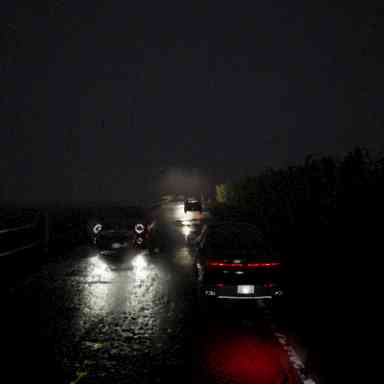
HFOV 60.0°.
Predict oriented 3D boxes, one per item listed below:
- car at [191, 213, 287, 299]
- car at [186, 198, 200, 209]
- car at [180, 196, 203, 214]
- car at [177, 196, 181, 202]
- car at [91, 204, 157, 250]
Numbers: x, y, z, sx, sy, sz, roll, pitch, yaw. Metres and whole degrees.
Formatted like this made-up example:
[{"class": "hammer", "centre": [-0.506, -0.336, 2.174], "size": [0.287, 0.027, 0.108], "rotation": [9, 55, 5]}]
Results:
[{"class": "car", "centre": [0.972, 1.505, 8.411], "size": [1.837, 1.490, 4.892], "rotation": [0, 0, 0]}, {"class": "car", "centre": [0.121, 1.526, 45.754], "size": [1.812, 1.442, 4.674], "rotation": [0, 0, 0]}, {"class": "car", "centre": [0.112, 1.491, 35.580], "size": [2.128, 1.511, 4.902], "rotation": [0, 0, 0]}, {"class": "car", "centre": [-2.664, 1.554, 80.098], "size": [2.033, 1.411, 5.357], "rotation": [0, 0, 0]}, {"class": "car", "centre": [-2.735, 1.351, 14.266], "size": [2.097, 1.767, 4.553], "rotation": [0, 0, 0]}]
